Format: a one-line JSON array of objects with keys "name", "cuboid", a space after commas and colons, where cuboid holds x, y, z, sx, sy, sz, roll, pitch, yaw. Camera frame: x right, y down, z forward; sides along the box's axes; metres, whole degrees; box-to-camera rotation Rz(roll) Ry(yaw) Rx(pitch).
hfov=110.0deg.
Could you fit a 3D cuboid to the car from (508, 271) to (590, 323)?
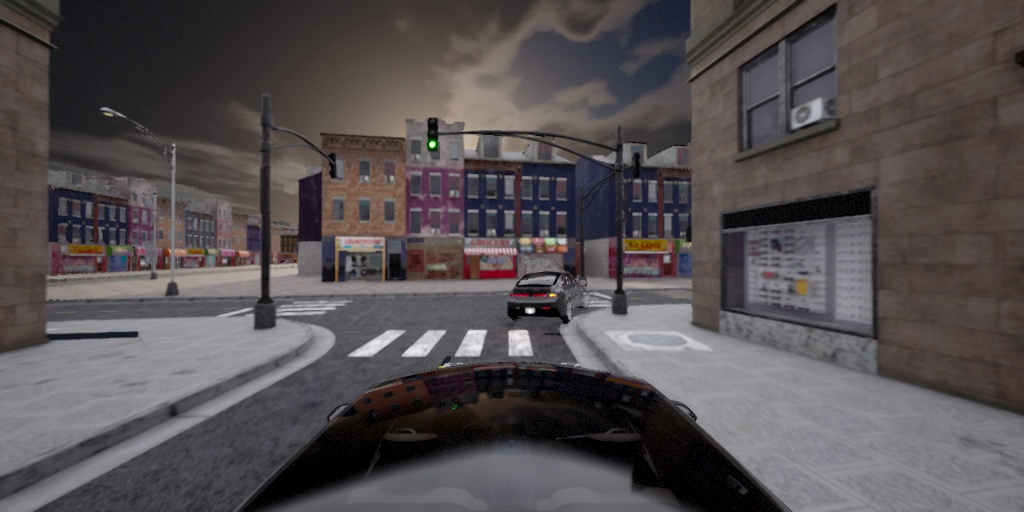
[{"name": "car", "cuboid": [1.371, 1.269, 12.386, 1.837, 1.490, 4.892, -2, 0, 21]}]
